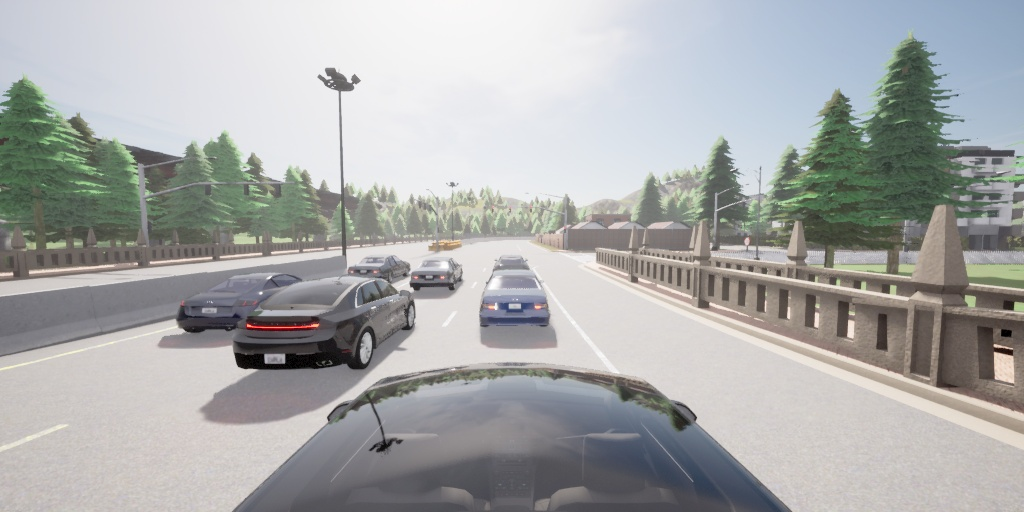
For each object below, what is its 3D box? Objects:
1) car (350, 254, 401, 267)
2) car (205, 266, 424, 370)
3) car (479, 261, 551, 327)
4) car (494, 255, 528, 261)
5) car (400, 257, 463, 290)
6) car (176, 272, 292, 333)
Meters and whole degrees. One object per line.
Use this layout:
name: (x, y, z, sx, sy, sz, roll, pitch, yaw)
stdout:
car: (-7.033, 0.622, 19.438, 2.033, 1.411, 5.357, 0, 4, -1)
car: (-3.438, 1.169, 7.580, 1.837, 1.490, 4.892, 0, 2, -1)
car: (0.042, 1.103, 10.789, 2.033, 1.411, 5.357, 0, 2, 0)
car: (-0.038, 0.617, 19.867, 1.994, 1.385, 4.181, 0, 3, 0)
car: (-3.502, 0.755, 17.279, 2.033, 1.411, 5.357, 0, 4, -2)
car: (-6.959, 1.144, 10.227, 1.994, 1.385, 4.181, 0, 2, -1)
